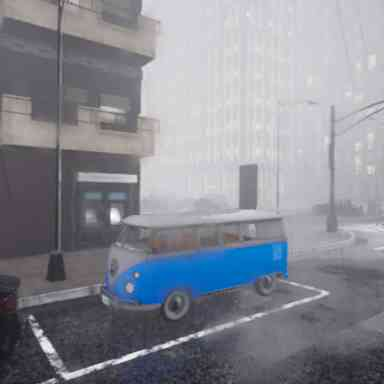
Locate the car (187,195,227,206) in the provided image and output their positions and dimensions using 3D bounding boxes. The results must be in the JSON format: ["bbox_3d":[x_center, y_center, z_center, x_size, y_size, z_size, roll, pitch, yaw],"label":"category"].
[{"bbox_3d":[1.851,1.277,33.691,1.812,1.442,4.674,1,0,-35],"label":"car"}]

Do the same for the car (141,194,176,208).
[{"bbox_3d":[-4.173,1.264,37.696,2.008,1.369,4.403,1,0,-35],"label":"car"}]

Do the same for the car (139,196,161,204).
[{"bbox_3d":[-7.156,1.347,56.363,1.947,1.339,4.313,1,0,-35],"label":"car"}]

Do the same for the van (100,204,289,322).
[{"bbox_3d":[0.246,1.306,6.883,3.998,1.788,1.690,-1,1,-35],"label":"van"}]

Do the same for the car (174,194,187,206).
[{"bbox_3d":[-0.613,1.347,47.154,2.008,1.369,4.403,1,0,-35],"label":"car"}]

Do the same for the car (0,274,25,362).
[{"bbox_3d":[-4.166,1.578,3.531,4.313,1.339,1.947,-1,1,-35],"label":"car"}]

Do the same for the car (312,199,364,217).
[{"bbox_3d":[12.474,1.270,28.734,1.967,1.590,4.097,1,0,-35],"label":"car"}]
